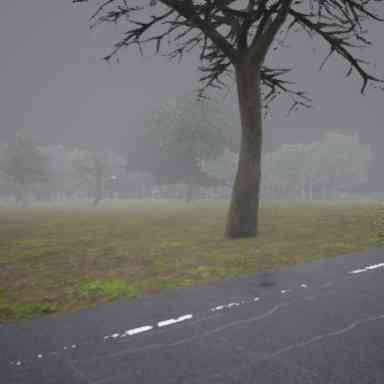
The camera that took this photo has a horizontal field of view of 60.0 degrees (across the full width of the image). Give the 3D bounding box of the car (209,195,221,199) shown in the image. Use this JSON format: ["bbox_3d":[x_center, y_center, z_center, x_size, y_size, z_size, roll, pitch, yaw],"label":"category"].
[{"bbox_3d":[6.817,1.419,95.024,1.994,1.385,4.181,2,-2,-27],"label":"car"}]
